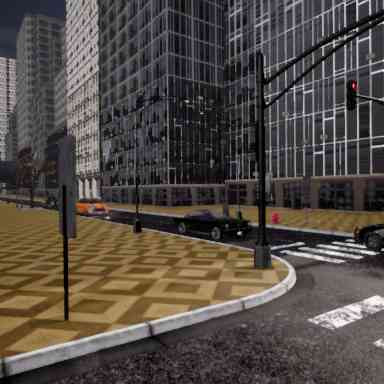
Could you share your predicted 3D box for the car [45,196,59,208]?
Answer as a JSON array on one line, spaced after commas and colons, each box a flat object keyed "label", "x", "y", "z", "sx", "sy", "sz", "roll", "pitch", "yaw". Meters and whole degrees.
[{"label": "car", "x": -19.392, "y": 1.388, "z": 46.770, "sx": 1.837, "sy": 1.490, "sz": 4.892, "roll": -1, "pitch": 0, "yaw": -35}]

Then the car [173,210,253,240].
[{"label": "car", "x": 0.977, "y": 1.639, "z": 17.534, "sx": 1.895, "sy": 1.301, "sz": 4.718, "roll": -1, "pitch": 0, "yaw": -35}]

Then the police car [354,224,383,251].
[{"label": "police car", "x": 8.515, "y": 1.503, "z": 11.994, "sx": 2.038, "sy": 1.542, "sz": 4.974, "roll": -1, "pitch": 0, "yaw": -34}]

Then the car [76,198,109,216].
[{"label": "car", "x": -9.971, "y": 1.416, "z": 33.160, "sx": 2.097, "sy": 1.767, "sz": 4.553, "roll": -1, "pitch": 0, "yaw": -35}]
